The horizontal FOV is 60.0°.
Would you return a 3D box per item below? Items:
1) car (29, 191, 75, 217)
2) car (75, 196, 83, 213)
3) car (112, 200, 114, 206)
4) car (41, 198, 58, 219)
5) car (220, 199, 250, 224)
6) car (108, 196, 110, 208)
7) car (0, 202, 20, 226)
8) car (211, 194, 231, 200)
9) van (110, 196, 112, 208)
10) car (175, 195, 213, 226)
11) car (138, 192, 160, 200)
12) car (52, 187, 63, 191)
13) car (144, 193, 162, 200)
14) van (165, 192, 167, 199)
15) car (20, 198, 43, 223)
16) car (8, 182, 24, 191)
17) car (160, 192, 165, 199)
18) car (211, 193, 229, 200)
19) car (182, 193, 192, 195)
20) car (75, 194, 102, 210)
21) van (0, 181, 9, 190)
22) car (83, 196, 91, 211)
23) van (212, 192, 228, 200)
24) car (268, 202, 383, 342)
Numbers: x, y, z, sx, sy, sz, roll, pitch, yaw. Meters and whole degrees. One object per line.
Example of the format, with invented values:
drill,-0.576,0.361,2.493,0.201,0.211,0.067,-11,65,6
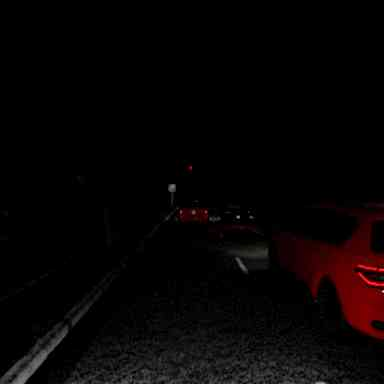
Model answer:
car,-13.822,1.225,30.127,5.566,2.045,2.435,-1,0,-20
car,-13.962,1.483,33.076,5.366,1.575,1.946,-1,0,-20
car,-13.631,1.401,48.190,4.553,1.767,2.185,-1,0,-19
car,-13.822,1.497,27.122,4.792,1.488,2.163,-1,0,-20
car,3.102,1.497,24.619,1.812,1.442,4.674,0,0,0
car,-13.721,1.258,42.176,5.566,2.045,2.435,-1,0,-20
car,-13.834,1.332,21.128,4.553,1.767,2.185,-1,0,-20
car,8.189,1.317,94.559,5.366,1.575,1.946,1,0,-13
van,-13.606,1.291,45.213,4.442,1.987,1.878,-1,0,-19
car,0.102,1.321,23.124,2.097,1.767,4.553,0,0,0
car,-11.456,1.400,85.997,4.792,1.488,2.163,-1,0,-15
car,-31.169,-0.395,76.924,2.435,2.045,5.566,6,-3,-19
car,-10.719,1.245,91.942,4.553,1.767,2.185,-1,0,-14
van,-10.254,1.146,94.982,4.442,1.987,1.878,-1,0,-14
car,-13.806,1.463,24.138,4.892,1.521,2.231,-1,0,-20
car,-40.208,-0.961,76.973,2.231,1.521,4.892,6,-3,-19
car,-10.812,1.361,88.989,5.366,1.575,1.946,-1,0,-15
car,7.654,1.191,91.565,4.553,1.767,2.185,1,0,-14
car,0.147,1.363,39.610,2.097,1.767,4.553,0,0,0
car,-13.793,1.250,39.140,5.566,2.045,2.435,-1,0,-20
van,-43.153,-1.460,76.914,1.878,1.987,4.442,6,-3,-19
car,-13.773,1.532,36.143,4.674,1.452,2.002,-1,0,-20
van,7.271,1.089,88.596,4.442,1.987,1.878,1,0,-14
car,3.101,1.197,6.554,2.150,2.045,5.566,0,0,0
